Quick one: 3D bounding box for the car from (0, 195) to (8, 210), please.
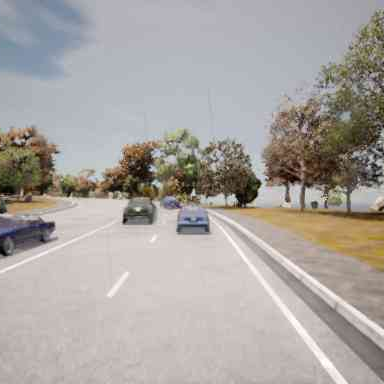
[{"bbox_3d":[-10.587,1.127,15.107,2.150,2.045,5.566,0,0,-1],"label":"car"}]

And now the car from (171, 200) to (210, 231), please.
[{"bbox_3d":[0.020,1.425,19.509,2.033,1.411,5.357,0,0,-1],"label":"car"}]

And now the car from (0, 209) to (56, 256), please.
[{"bbox_3d":[-7.086,1.521,12.845,1.895,1.301,4.718,0,0,0],"label":"car"}]

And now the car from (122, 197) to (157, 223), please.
[{"bbox_3d":[-3.685,1.196,24.091,2.097,1.767,4.553,0,0,-3],"label":"car"}]

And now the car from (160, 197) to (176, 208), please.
[{"bbox_3d":[-2.887,1.294,42.033,1.812,1.442,4.674,1,0,-14],"label":"car"}]

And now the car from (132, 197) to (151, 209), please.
[{"bbox_3d":[-6.415,1.325,41.927,1.895,1.301,4.718,1,0,-15],"label":"car"}]
